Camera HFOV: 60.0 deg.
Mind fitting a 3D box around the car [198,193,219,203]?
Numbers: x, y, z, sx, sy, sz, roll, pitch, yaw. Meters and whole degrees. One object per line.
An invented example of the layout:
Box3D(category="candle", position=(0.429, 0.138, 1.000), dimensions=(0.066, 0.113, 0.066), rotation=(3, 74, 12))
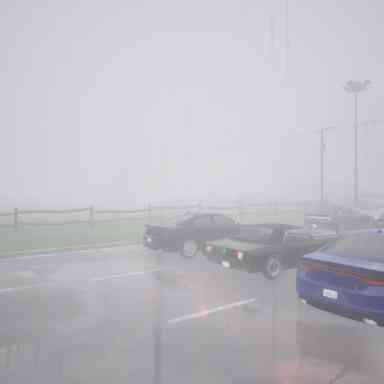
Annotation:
Box3D(category="car", position=(2.411, 1.547, 67.353), dimensions=(2.033, 1.411, 5.357), rotation=(0, 0, -36))

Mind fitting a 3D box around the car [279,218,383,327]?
Box3D(category="car", position=(4.223, 1.478, 6.767), dimensions=(5.008, 1.535, 1.882), rotation=(0, 0, -36))

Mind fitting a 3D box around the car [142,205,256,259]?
Box3D(category="car", position=(0.560, 1.478, 12.755), dimensions=(5.008, 1.535, 1.882), rotation=(0, 0, -36))

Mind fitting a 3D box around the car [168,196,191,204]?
Box3D(category="car", position=(-2.683, 1.525, 62.377), dimensions=(1.812, 1.442, 4.674), rotation=(0, 0, -36))

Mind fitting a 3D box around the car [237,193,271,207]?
Box3D(category="car", position=(9.097, 1.218, 52.166), dimensions=(2.150, 2.045, 5.566), rotation=(0, 0, -36))

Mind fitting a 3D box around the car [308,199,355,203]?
Box3D(category="car", position=(15.387, 1.547, 37.769), dimensions=(2.033, 1.411, 5.357), rotation=(0, 0, -37))

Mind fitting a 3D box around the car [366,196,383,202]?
Box3D(category="car", position=(21.110, 1.547, 41.962), dimensions=(2.033, 1.411, 5.357), rotation=(0, 0, -38))

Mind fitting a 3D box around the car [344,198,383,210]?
Box3D(category="car", position=(23.140, 1.564, 45.033), dimensions=(1.994, 1.385, 4.181), rotation=(0, 0, -38))

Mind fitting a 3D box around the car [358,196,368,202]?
Box3D(category="car", position=(18.184, 1.564, 39.896), dimensions=(1.994, 1.385, 4.181), rotation=(0, 0, -38))

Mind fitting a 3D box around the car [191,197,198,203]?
Box3D(category="car", position=(-1.461, 1.505, 66.700), dimensions=(1.837, 1.490, 4.892), rotation=(0, 0, -36))

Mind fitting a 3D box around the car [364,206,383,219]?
Box3D(category="car", position=(10.199, 1.505, 15.364), dimensions=(4.892, 1.490, 1.837), rotation=(0, 0, -36))

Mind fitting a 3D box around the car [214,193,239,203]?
Box3D(category="car", position=(7.439, 1.222, 72.367), dimensions=(2.150, 2.045, 5.566), rotation=(0, 0, -36))

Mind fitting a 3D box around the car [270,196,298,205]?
Box3D(category="car", position=(16.486, 1.525, 59.887), dimensions=(1.812, 1.442, 4.674), rotation=(0, 0, -36))

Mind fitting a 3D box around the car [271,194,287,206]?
Box3D(category="car", position=(12.029, 1.218, 54.100), dimensions=(2.150, 2.045, 5.566), rotation=(0, 0, -35))

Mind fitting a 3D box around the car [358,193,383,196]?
Box3D(category="car", position=(26.144, 1.221, 47.067), dimensions=(2.150, 2.045, 5.566), rotation=(0, 0, -39))

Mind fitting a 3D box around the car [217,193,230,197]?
Box3D(category="car", position=(5.295, 1.222, 69.371), dimensions=(2.150, 2.045, 5.566), rotation=(0, 0, -36))

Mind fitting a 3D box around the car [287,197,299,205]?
Box3D(category="car", position=(15.522, 1.492, 55.247), dimensions=(2.128, 1.511, 4.902), rotation=(0, 0, -36))

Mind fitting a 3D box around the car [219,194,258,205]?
Box3D(category="car", position=(6.834, 1.491, 49.331), dimensions=(2.128, 1.511, 4.902), rotation=(0, 0, -36))

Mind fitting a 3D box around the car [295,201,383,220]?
Box3D(category="car", position=(8.153, 1.491, 18.205), dimensions=(4.902, 1.511, 2.128), rotation=(0, 0, -36))

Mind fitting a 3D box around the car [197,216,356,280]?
Box3D(category="car", position=(2.696, 1.601, 9.980), dimensions=(4.718, 1.301, 1.895), rotation=(0, 0, -35))
